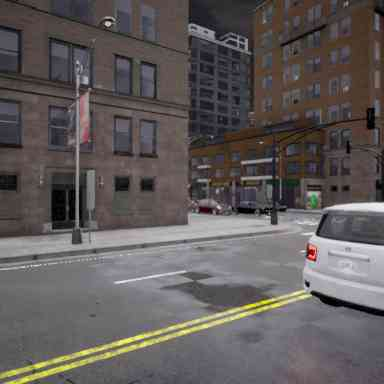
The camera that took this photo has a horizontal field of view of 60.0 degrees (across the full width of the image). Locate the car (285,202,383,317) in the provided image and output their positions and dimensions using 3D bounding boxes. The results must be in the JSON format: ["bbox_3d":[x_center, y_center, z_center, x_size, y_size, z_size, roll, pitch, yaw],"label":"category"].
[{"bbox_3d":[4.603,1.222,6.732,5.566,2.045,2.150,0,0,-36],"label":"car"}]

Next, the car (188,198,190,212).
[{"bbox_3d":[-1.097,1.419,36.809,1.967,1.590,4.097,0,0,-35],"label":"car"}]

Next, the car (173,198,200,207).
[{"bbox_3d":[-0.913,1.575,50.441,1.947,1.339,4.313,0,0,-35],"label":"car"}]

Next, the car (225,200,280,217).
[{"bbox_3d":[5.677,1.591,31.627,1.895,1.301,4.718,0,0,-35],"label":"car"}]

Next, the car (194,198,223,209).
[{"bbox_3d":[2.270,1.590,45.943,1.802,1.307,4.206,0,0,-35],"label":"car"}]

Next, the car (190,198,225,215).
[{"bbox_3d":[2.086,1.420,32.311,1.967,1.590,4.097,0,0,-35],"label":"car"}]

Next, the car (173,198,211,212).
[{"bbox_3d":[-0.062,1.479,39.739,2.128,1.511,4.902,0,0,-35],"label":"car"}]

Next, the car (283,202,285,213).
[{"bbox_3d":[8.637,1.577,36.945,1.947,1.339,4.313,0,0,-35],"label":"car"}]

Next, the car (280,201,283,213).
[{"bbox_3d":[6.794,1.601,34.850,1.895,1.301,4.718,0,0,-33],"label":"car"}]
